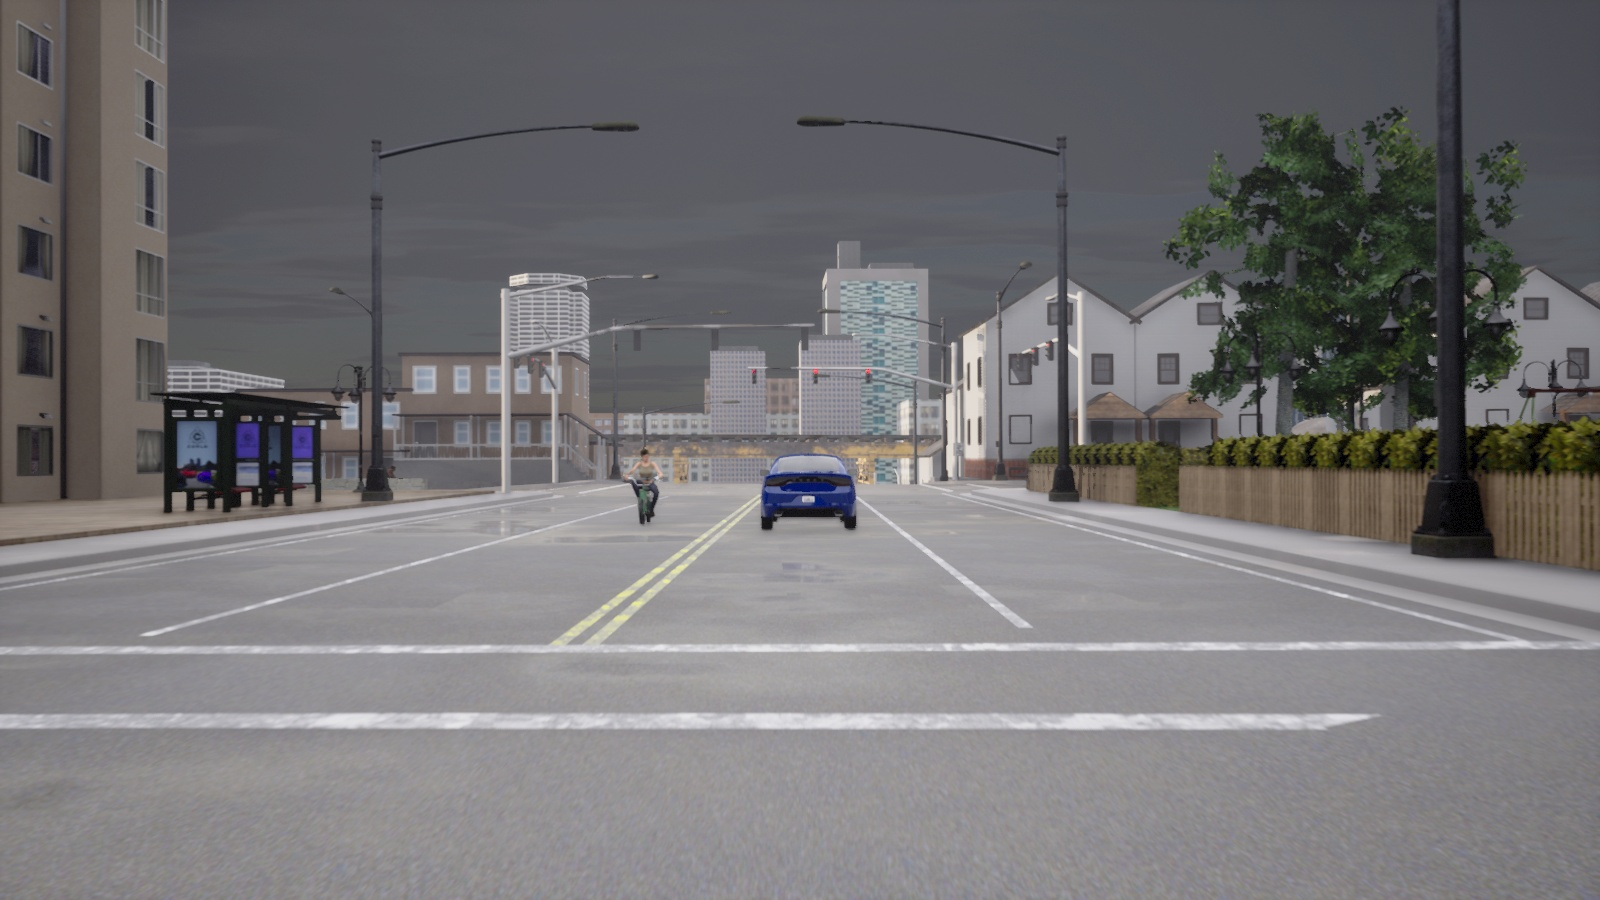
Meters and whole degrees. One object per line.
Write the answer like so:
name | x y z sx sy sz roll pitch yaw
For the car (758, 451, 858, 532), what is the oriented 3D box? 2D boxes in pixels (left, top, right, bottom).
car | 0.176 0.806 26.244 1.882 1.535 5.008 0 0 0

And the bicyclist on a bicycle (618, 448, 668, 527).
bicyclist on a bicycle | -3.316 0.779 26.660 0.866 1.612 1.509 0 0 1
